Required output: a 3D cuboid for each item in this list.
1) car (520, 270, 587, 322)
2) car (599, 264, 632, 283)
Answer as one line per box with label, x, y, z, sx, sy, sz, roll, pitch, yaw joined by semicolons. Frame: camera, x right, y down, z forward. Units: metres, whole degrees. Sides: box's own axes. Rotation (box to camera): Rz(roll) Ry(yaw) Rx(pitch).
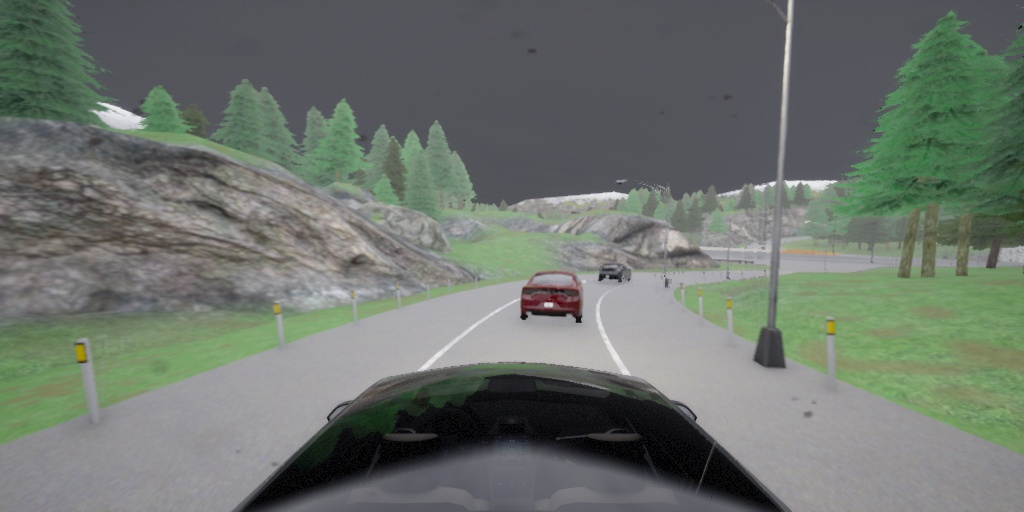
car;1.543;1.233;12.578;1.882;1.535;5.008;1;0;12
car;8.742;1.401;30.148;1.837;1.490;4.892;3;1;31
